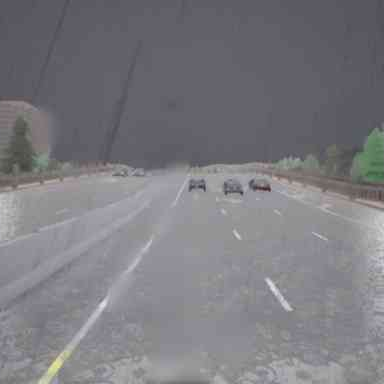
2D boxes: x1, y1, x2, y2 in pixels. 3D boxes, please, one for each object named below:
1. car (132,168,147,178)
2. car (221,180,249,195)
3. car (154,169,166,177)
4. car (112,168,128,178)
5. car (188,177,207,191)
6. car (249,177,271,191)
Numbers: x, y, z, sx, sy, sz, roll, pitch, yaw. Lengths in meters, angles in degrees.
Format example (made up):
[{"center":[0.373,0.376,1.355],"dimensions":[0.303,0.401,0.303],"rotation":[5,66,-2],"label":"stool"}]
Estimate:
[{"center":[-9.574,-3.540,60.726],"dimensions":[2.097,1.767,4.553],"rotation":[0,6,1],"label":"car"},{"center":[4.036,-0.552,33.452],"dimensions":[2.033,1.411,5.357],"rotation":[0,6,1],"label":"car"},{"center":[-6.045,-3.548,62.376],"dimensions":[2.128,1.511,4.902],"rotation":[0,6,2],"label":"car"},{"center":[-13.074,-3.559,60.782],"dimensions":[2.097,1.767,4.553],"rotation":[0,6,1],"label":"car"},{"center":[0.624,-0.986,37.105],"dimensions":[2.128,1.511,4.902],"rotation":[0,6,1],"label":"car"},{"center":[7.647,-0.978,38.002],"dimensions":[1.994,1.385,4.181],"rotation":[0,6,1],"label":"car"}]
